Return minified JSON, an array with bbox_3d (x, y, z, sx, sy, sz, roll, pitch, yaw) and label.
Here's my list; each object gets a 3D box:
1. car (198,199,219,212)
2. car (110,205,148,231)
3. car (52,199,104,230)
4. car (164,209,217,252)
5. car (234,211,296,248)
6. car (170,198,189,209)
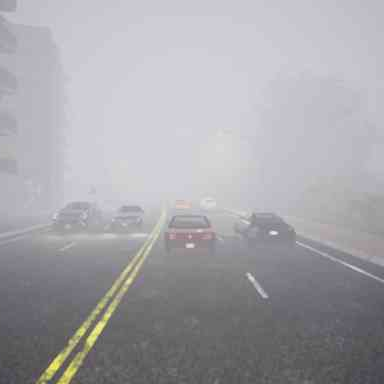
[{"bbox_3d":[1.849,1.487,37.542,1.812,1.442,4.674,0,0,-4],"label":"car"},{"bbox_3d":[-3.752,1.516,20.462,1.812,1.442,4.674,0,0,-2],"label":"car"},{"bbox_3d":[-7.019,1.347,20.854,2.097,1.767,4.553,0,0,-2],"label":"car"},{"bbox_3d":[-0.129,1.591,13.856,1.895,1.301,4.718,0,0,-2],"label":"car"},{"bbox_3d":[3.079,1.548,14.767,1.994,1.385,4.181,0,0,-2],"label":"car"},{"bbox_3d":[-1.362,1.445,36.893,1.882,1.535,5.008,0,0,-4],"label":"car"}]
